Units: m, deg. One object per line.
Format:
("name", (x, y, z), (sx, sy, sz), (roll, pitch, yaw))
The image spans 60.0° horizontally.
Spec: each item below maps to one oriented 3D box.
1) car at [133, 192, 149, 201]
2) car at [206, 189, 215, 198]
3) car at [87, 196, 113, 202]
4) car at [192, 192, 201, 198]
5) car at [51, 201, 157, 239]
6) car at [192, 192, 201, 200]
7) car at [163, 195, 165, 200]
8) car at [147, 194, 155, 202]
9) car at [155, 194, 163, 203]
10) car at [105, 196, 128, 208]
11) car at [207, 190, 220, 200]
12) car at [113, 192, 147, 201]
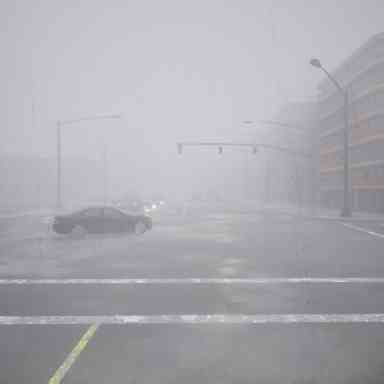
("car", (-9.674, 0.896, 63.169), (2.128, 1.511, 4.902), (0, 1, 1))
("car", (4.421, 0.425, 75.886), (2.150, 2.045, 5.566), (0, 1, 0))
("car", (-9.818, 1.225, 34.831), (2.097, 1.767, 4.553), (0, 1, 0))
("car", (0.919, 0.649, 75.735), (2.033, 1.411, 5.357), (0, 1, 0))
("car", (-4.534, 1.445, 17.170), (5.008, 1.535, 1.882), (0, 1, -28))
("car", (0.885, 0.959, 65.759), (1.895, 1.301, 4.718), (0, 1, 0))
("car", (-6.180, 1.012, 62.779), (1.895, 1.301, 4.718), (0, 1, 1))
("car", (-6.289, 1.277, 43.369), (1.812, 1.442, 4.674), (0, 1, 0))
("car", (-6.253, 1.080, 52.650), (2.128, 1.511, 4.902), (0, 1, 0))
("car", (-9.789, 1.314, 43.473), (1.994, 1.385, 4.181), (0, 1, 0))
("car", (4.487, 0.919, 65.903), (1.994, 1.385, 4.181), (0, 1, 0))
("car", (-6.320, 1.226, 34.486), (2.097, 1.767, 4.553), (0, 1, 0))
